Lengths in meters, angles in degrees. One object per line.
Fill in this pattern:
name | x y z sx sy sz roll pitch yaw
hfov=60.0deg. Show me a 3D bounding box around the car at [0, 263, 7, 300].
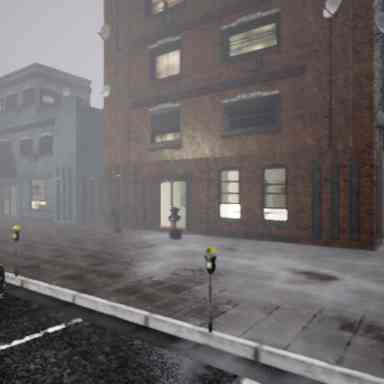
car | -5.454 1.563 6.762 4.403 1.369 2.008 0 0 35
